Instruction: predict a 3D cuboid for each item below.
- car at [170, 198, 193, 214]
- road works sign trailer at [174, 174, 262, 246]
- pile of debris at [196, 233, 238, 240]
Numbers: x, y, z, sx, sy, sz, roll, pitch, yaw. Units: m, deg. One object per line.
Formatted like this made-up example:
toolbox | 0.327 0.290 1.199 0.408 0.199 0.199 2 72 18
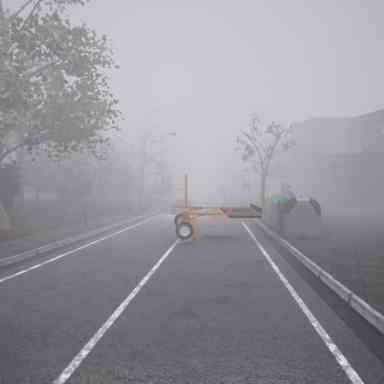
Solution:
car | -0.959 1.356 32.685 1.837 1.490 4.892 0 0 4
road works sign trailer | 1.033 0.662 14.511 3.560 2.880 2.380 0 5 -5
pile of debris | 1.164 2.107 15.807 1.860 0.140 1.500 0 0 3
